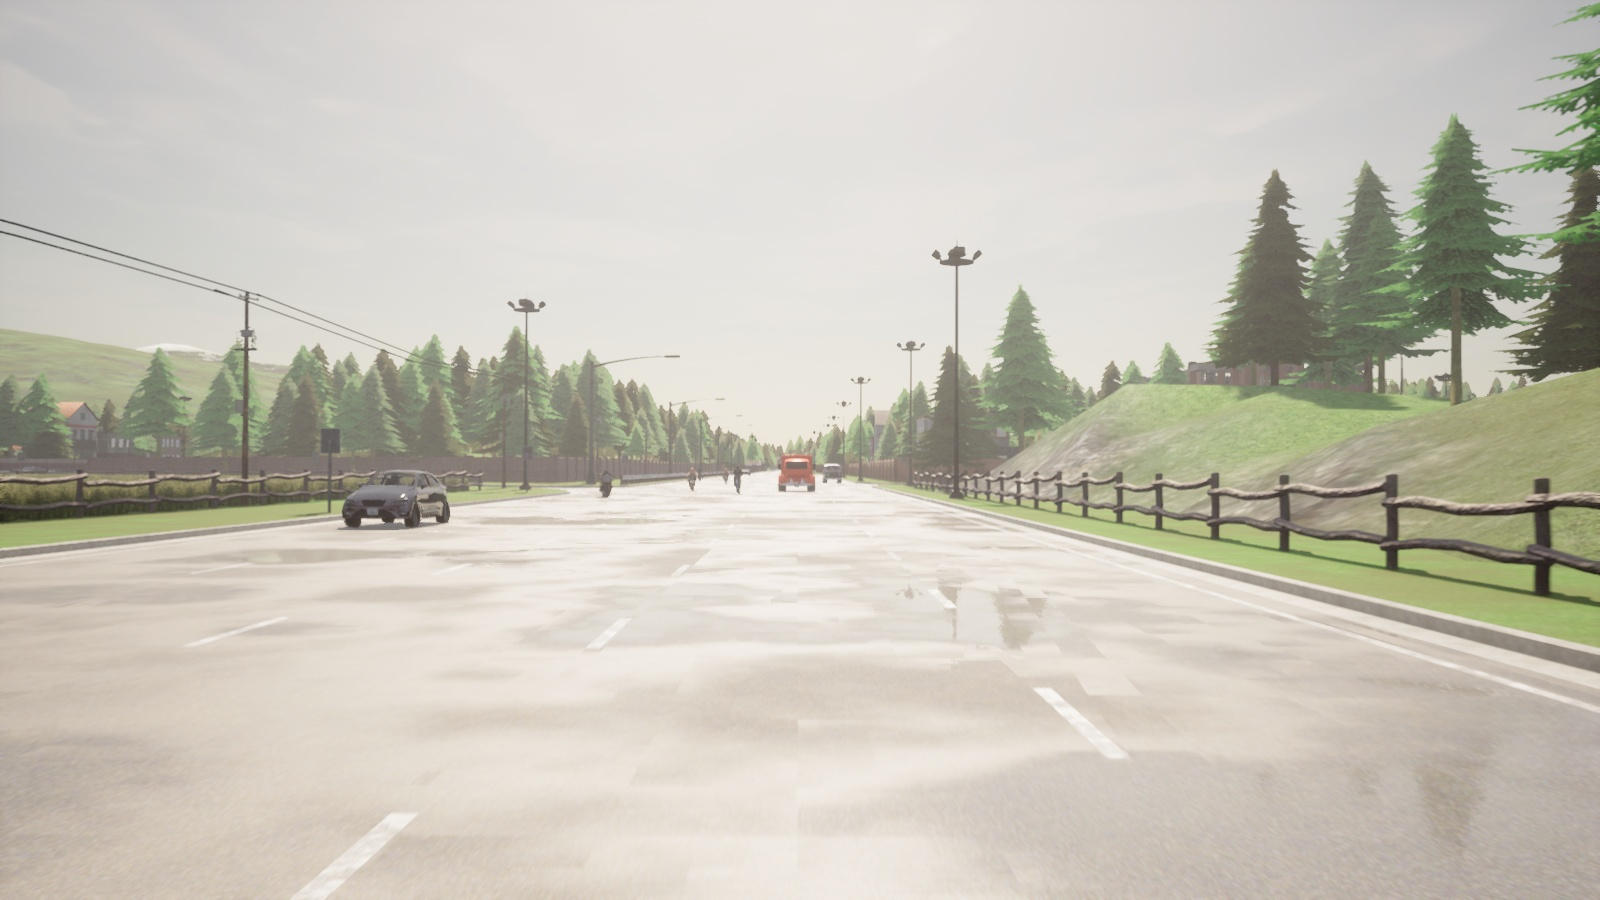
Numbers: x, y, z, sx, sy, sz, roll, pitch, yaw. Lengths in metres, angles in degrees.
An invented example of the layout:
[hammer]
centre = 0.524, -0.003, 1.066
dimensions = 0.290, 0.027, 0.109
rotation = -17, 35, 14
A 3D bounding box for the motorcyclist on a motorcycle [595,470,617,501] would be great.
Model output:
[motorcyclist on a motorcycle]
centre = -10.054, 1.815, 65.159
dimensions = 0.866, 1.530, 2.191
rotation = 2, -1, -15

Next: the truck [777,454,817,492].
[truck]
centre = -0.204, 1.534, 84.511
dimensions = 2.627, 2.467, 5.204
rotation = 0, -1, 0

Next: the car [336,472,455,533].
[car]
centre = -10.580, 1.339, 33.168
dimensions = 1.816, 1.474, 4.193
rotation = 0, -1, 0
